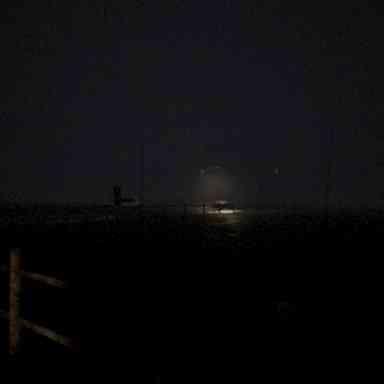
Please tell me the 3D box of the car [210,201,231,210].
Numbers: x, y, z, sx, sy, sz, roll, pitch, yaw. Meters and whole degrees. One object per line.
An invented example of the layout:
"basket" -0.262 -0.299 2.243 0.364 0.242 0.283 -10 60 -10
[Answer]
"car" 5.056 2.311 58.510 2.128 1.511 4.902 0 -1 36

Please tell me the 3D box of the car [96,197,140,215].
"car" -8.637 1.576 39.443 2.150 2.045 5.566 0 -1 36
